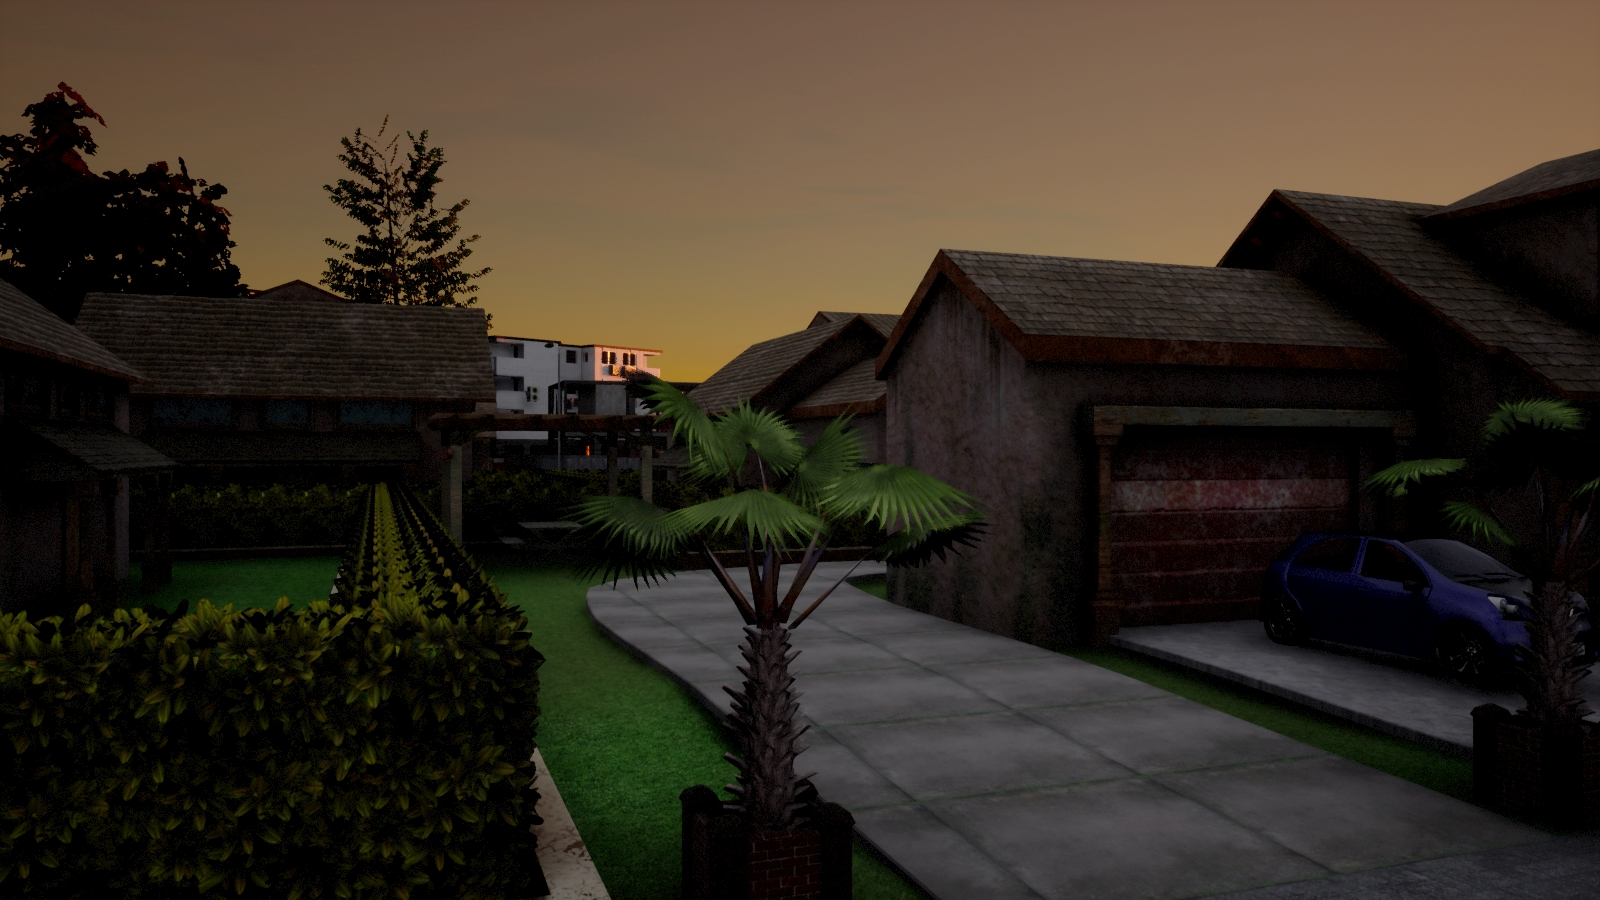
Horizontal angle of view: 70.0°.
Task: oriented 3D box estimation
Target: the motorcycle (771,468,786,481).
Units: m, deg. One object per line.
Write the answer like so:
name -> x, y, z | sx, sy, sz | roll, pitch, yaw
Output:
motorcycle -> -1.939, 2.199, 102.837 | 0.803, 1.199, 2.033 | 0, 0, -20
